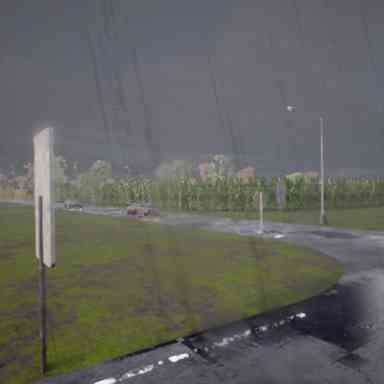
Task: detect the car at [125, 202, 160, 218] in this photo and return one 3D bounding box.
[{"bbox_3d":[-4.746,1.653,31.430,1.994,1.385,4.181,-1,0,-36],"label":"car"}]

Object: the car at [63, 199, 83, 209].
[{"bbox_3d":[-17.684,1.739,49.473,1.994,1.385,4.181,-1,0,-36],"label":"car"}]
